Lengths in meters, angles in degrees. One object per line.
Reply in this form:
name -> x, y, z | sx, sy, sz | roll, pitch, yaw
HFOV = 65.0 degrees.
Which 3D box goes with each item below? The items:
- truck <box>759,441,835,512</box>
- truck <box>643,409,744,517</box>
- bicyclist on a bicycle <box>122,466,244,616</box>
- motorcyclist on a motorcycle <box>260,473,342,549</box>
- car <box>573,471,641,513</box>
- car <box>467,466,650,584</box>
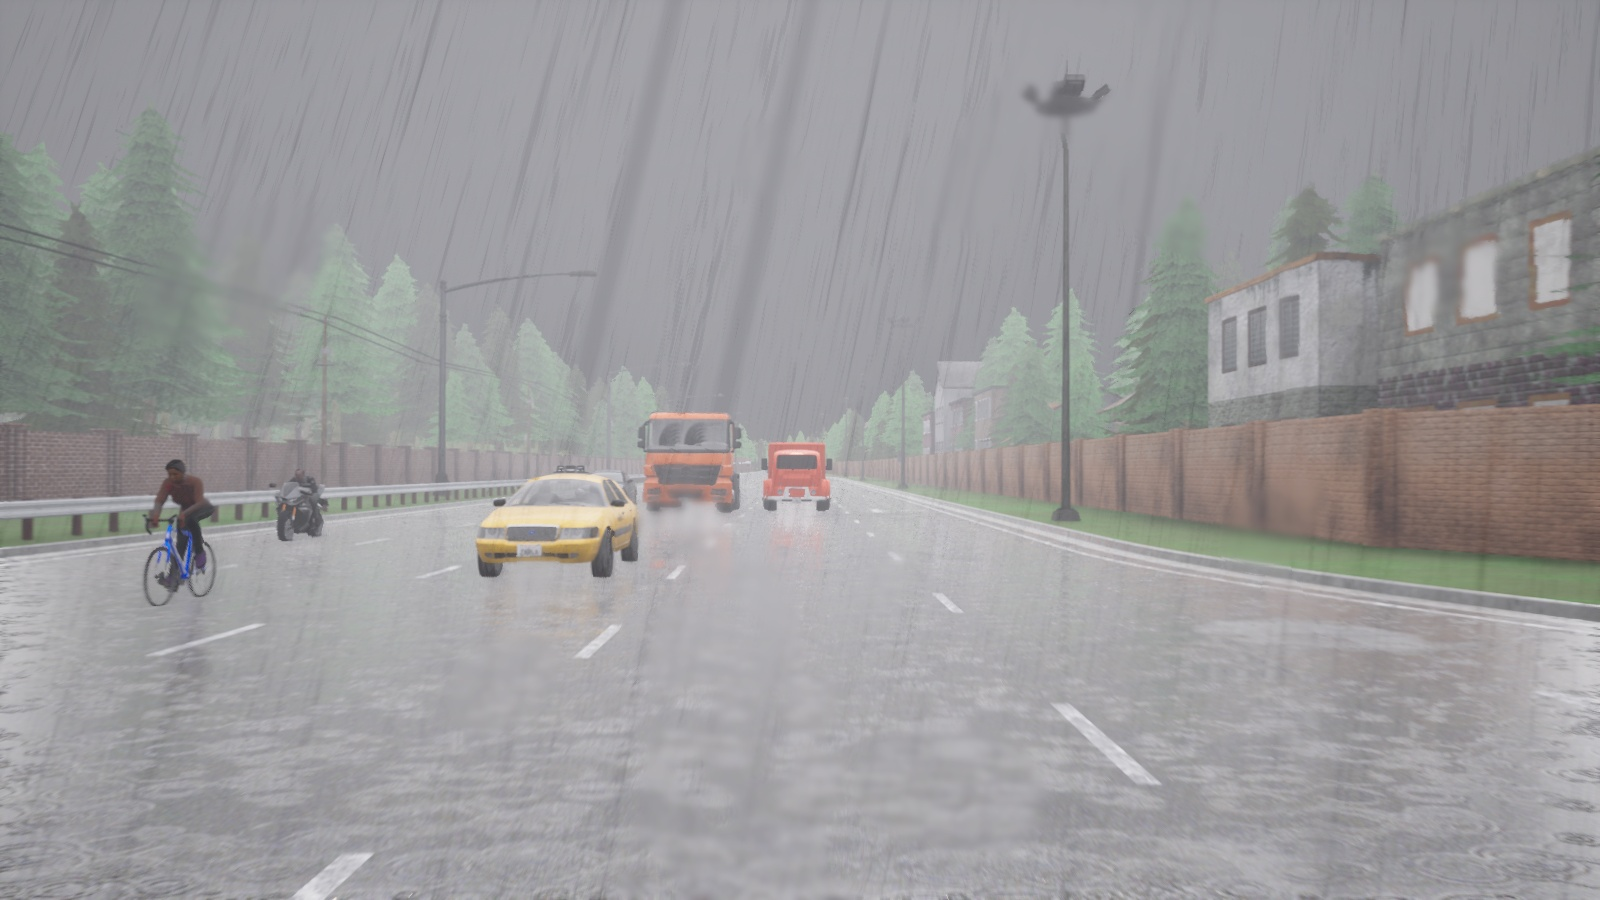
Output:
truck -> -0.113, 0.977, 46.517 | 2.627, 2.467, 5.204 | 0, -1, 0
truck -> -3.610, 0.465, 44.348 | 2.891, 3.462, 7.936 | 0, -1, 0
bicyclist on a bicycle -> -7.034, 0.993, 14.398 | 0.582, 1.620, 1.656 | 0, -1, 0
motorcyclist on a motorcycle -> -10.564, 1.262, 26.686 | 0.866, 1.530, 2.191 | 0, -1, 0
car -> -7.111, 1.519, 46.654 | 1.812, 1.442, 4.674 | 0, -1, 0
car -> -3.547, 1.036, 19.447 | 1.801, 1.575, 5.366 | 0, -1, 0
